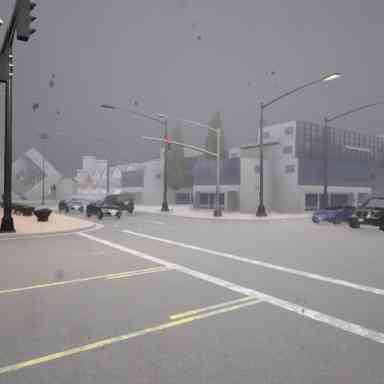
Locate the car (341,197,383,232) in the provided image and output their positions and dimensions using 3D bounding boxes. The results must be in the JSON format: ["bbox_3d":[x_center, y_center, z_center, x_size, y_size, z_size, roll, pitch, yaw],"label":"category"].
[{"bbox_3d":[12.308,1.348,21.394,5.566,2.045,2.150,1,0,-36],"label":"car"}]

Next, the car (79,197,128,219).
[{"bbox_3d":[-7.749,1.501,28.899,2.128,1.511,4.902,1,0,-35],"label":"car"}]

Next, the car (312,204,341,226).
[{"bbox_3d":[10.873,1.658,24.670,4.674,1.442,1.812,1,-1,-36],"label":"car"}]

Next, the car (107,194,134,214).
[{"bbox_3d":[-8.109,1.264,35.715,2.150,2.045,5.566,1,0,-34],"label":"car"}]

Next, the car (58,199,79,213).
[{"bbox_3d":[-13.651,1.499,37.373,2.128,1.511,4.902,1,0,-35],"label":"car"}]
